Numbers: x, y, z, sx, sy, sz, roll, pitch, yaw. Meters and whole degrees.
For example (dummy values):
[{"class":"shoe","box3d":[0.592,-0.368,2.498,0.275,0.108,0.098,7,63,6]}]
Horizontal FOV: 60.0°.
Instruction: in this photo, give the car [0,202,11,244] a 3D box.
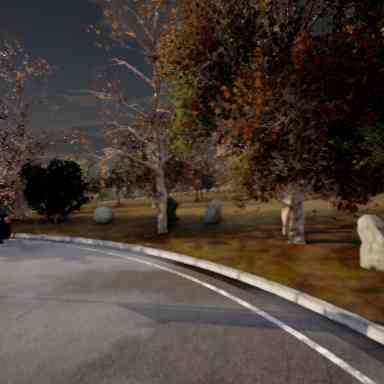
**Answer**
[{"class":"car","box3d":[-10.484,1.384,14.393,5.566,2.045,2.150,-1,0,21]}]
